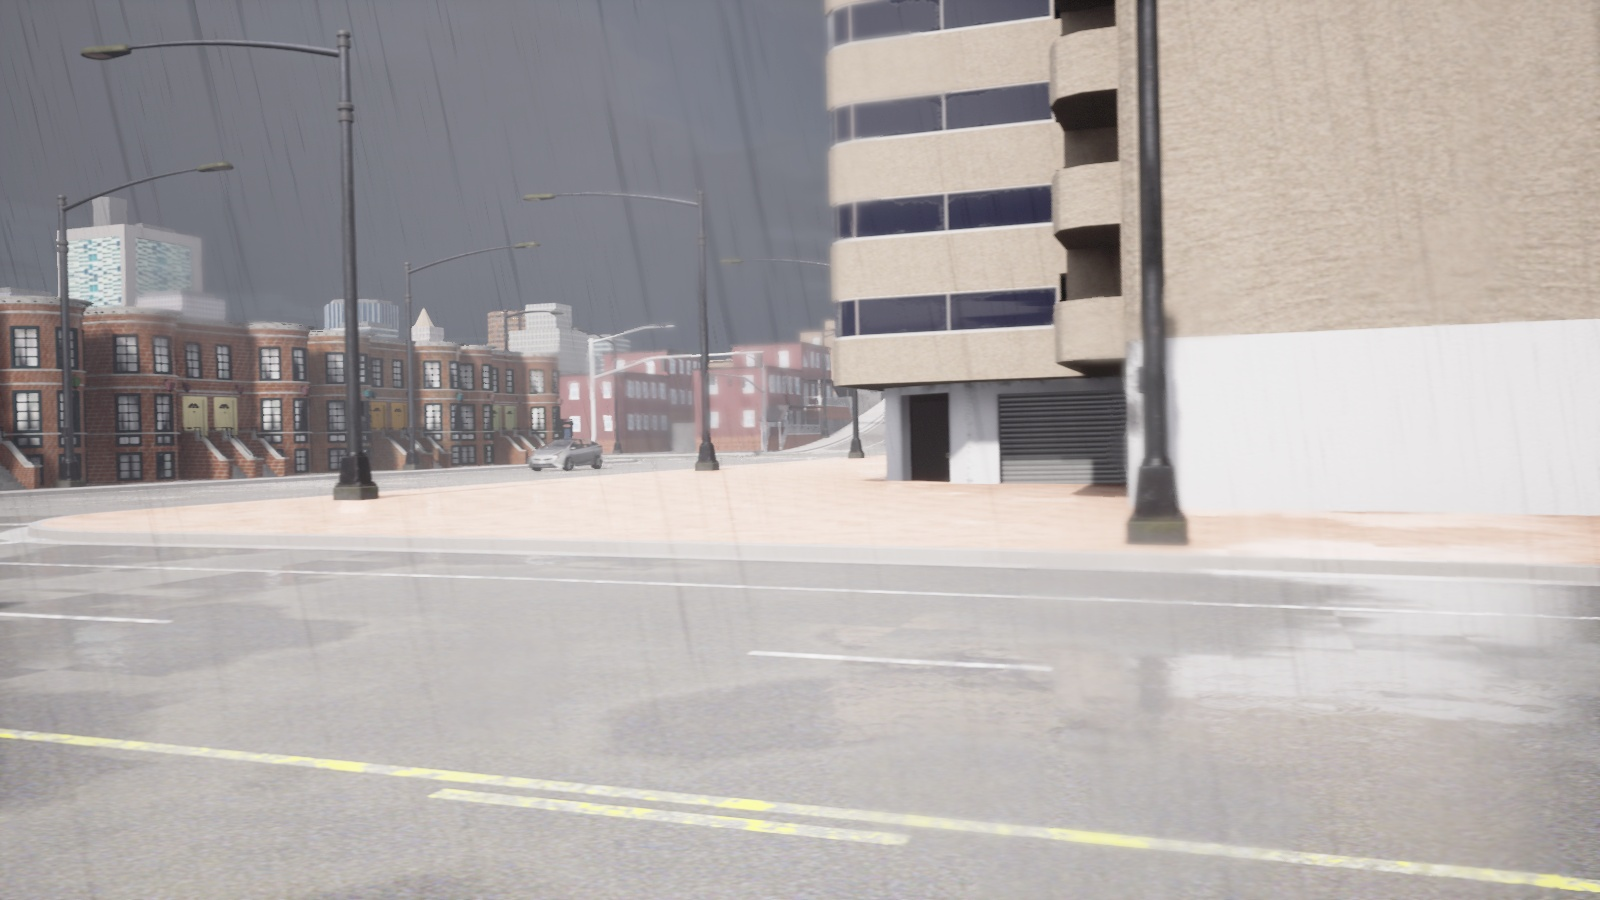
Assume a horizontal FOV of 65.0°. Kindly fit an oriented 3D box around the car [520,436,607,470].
[{"bbox_3d":[-11.206,0.097,59.835,2.007,1.525,4.514,-1,1,20],"label":"car"}]
